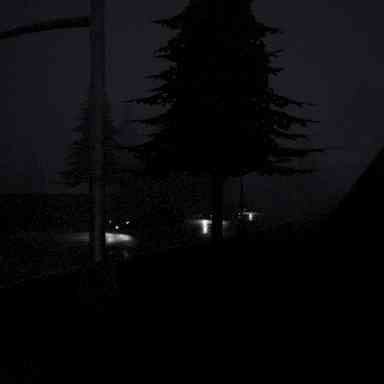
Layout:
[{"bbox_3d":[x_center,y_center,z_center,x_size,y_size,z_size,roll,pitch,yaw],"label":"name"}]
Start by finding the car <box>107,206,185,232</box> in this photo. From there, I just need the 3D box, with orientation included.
[{"bbox_3d":[-2.587,1.545,20.357,2.033,1.411,5.357,0,0,35],"label":"car"}]

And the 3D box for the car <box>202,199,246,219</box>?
[{"bbox_3d":[2.735,1.545,29.223,2.033,1.411,5.357,0,0,26],"label":"car"}]

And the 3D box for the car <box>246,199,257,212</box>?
[{"bbox_3d":[6.507,1.544,38.959,2.033,1.411,5.357,0,0,16],"label":"car"}]
